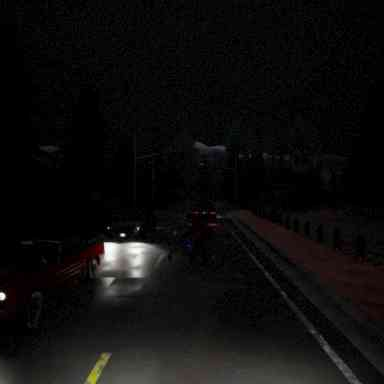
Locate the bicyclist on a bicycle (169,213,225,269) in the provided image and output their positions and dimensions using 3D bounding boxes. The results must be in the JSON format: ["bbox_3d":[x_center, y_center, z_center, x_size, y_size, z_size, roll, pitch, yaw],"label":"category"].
[{"bbox_3d":[0.132,1.448,9.687,1.656,1.620,0.582,-2,0,2],"label":"bicyclist on a bicycle"}]

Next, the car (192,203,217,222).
[{"bbox_3d":[0.975,1.546,26.318,2.033,1.411,5.357,0,0,2],"label":"car"}]

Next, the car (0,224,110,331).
[{"bbox_3d":[-3.404,1.600,7.001,1.895,1.301,4.718,0,0,2],"label":"car"}]

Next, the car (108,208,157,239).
[{"bbox_3d":[-3.017,1.547,17.611,2.033,1.411,5.357,0,0,2],"label":"car"}]
